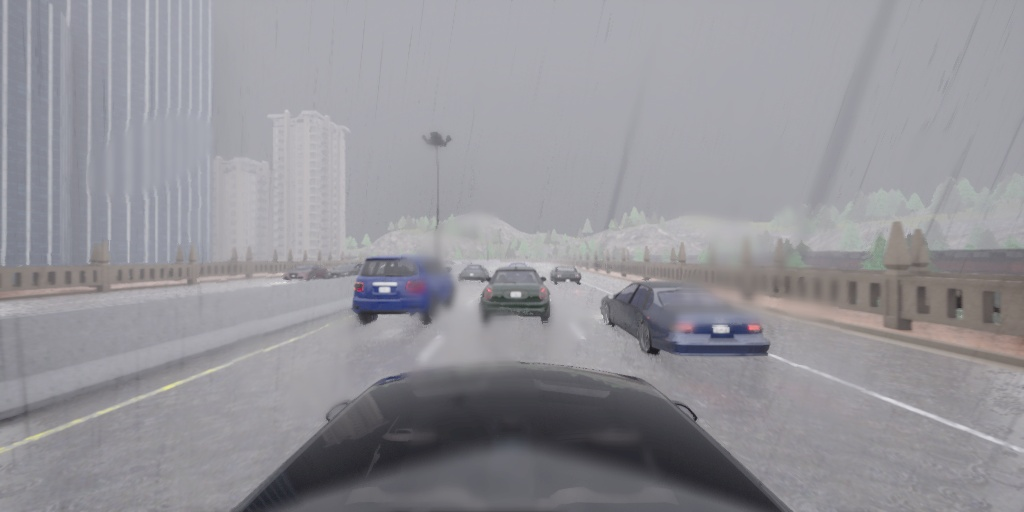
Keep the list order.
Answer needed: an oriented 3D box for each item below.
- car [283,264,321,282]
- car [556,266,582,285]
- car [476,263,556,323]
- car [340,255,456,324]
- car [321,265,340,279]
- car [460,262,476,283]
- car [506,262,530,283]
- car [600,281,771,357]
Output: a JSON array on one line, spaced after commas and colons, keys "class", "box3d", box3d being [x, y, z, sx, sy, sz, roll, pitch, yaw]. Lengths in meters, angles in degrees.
[{"class": "car", "box3d": [-17.168, 1.393, 30.225, 1.994, 1.385, 4.181, 0, 0, 2]}, {"class": "car", "box3d": [3.946, 1.422, 27.040, 1.895, 1.301, 4.718, 0, 0, 2]}, {"class": "car", "box3d": [0.140, 1.132, 12.394, 2.097, 1.767, 4.553, 0, 0, 1]}, {"class": "car", "box3d": [-3.364, 1.001, 12.237, 2.150, 2.045, 5.566, 0, 0, 1]}, {"class": "car", "box3d": [-13.666, 1.334, 30.288, 1.837, 1.490, 4.892, 0, 0, 2]}, {"class": "car", "box3d": [-2.993, 1.391, 29.233, 1.994, 1.385, 4.181, 0, 0, 2]}, {"class": "car", "box3d": [0.535, 1.307, 30.204, 1.882, 1.535, 5.008, 0, 0, 2]}, {"class": "car", "box3d": [3.606, 1.317, 8.667, 2.033, 1.411, 5.357, 0, 0, 0]}]
